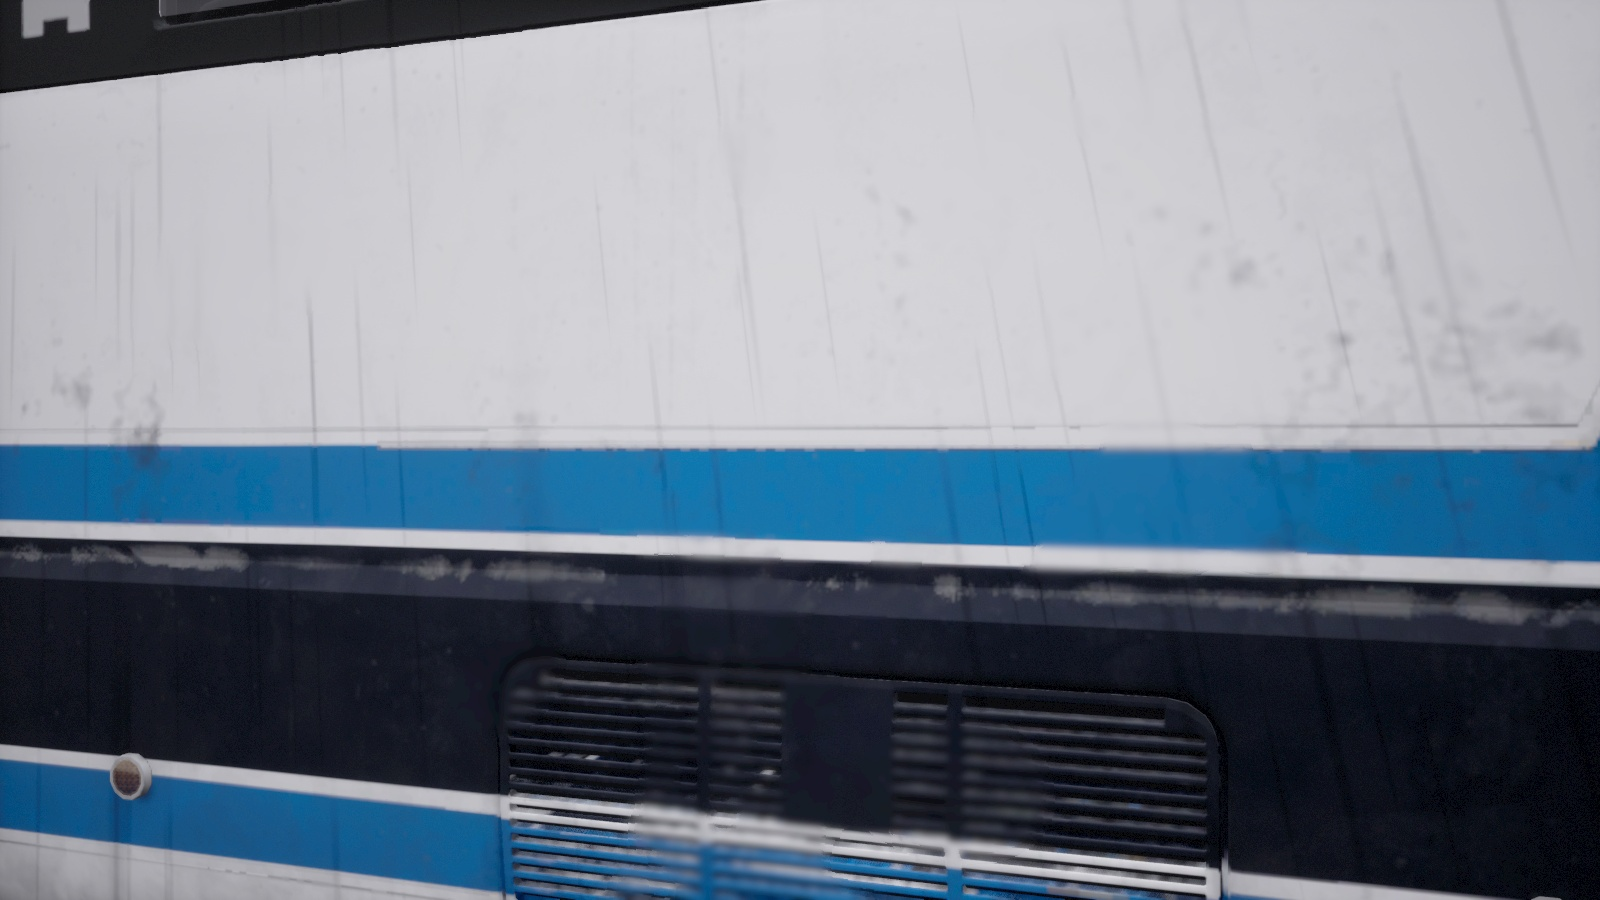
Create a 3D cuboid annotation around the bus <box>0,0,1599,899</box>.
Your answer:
[{"bbox_3d":[-0.127,-0.610,3.748,10.273,4.253,3.944,1,1,19],"label":"bus"}]
